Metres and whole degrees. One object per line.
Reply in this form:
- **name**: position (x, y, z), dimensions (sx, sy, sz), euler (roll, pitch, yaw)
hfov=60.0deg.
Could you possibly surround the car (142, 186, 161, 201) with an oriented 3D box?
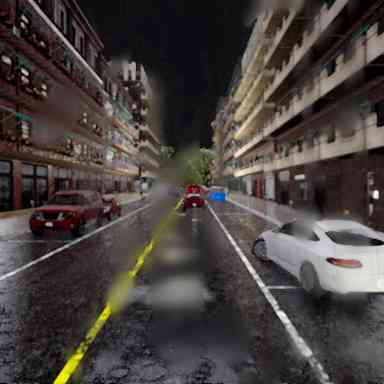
- **car**: position (-5.492, 0.339, 43.283), dimensions (1.752, 1.417, 4.829), euler (1, 2, 0)

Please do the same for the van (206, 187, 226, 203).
- **van**: position (2.869, 0.304, 37.803), dimensions (1.690, 1.788, 3.998), euler (1, 2, 0)

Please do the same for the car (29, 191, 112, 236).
- **car**: position (-5.610, 0.885, 15.602), dimensions (2.192, 1.841, 5.009), euler (1, 2, 0)

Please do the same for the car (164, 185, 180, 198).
- **car**: position (-2.846, 0.106, 50.054), dimensions (1.882, 1.535, 5.008), euler (0, 1, 1)

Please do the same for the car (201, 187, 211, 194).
- **car**: position (2.975, -0.367, 71.224), dimensions (1.802, 1.307, 4.206), euler (1, 2, 0)

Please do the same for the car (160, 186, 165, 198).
- **car**: position (-5.468, 0.223, 49.023), dimensions (1.947, 1.339, 4.313), euler (1, 2, 0)

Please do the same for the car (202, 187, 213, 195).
- **car**: position (2.951, -0.232, 65.654), dimensions (1.947, 1.339, 4.313), euler (1, 2, 0)

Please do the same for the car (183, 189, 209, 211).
- **car**: position (0.204, 0.750, 28.211), dimensions (1.812, 1.442, 4.674), euler (0, 2, 0)

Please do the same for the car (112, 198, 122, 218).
- **car**: position (-5.589, 0.999, 21.179), dimensions (1.802, 1.307, 4.206), euler (1, 2, 0)

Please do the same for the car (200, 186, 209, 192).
- **car**: position (3.024, -0.702, 82.361), dimensions (2.008, 1.369, 4.403), euler (1, 2, 0)

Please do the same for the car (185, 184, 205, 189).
- **car**: position (0.279, -0.037, 45.956), dimensions (2.150, 2.045, 5.566), euler (0, 2, 0)

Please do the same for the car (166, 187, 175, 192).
- **car**: position (-5.324, -0.673, 82.437), dimensions (1.802, 1.307, 4.206), euler (1, 2, 0)

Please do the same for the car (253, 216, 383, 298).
- **car**: position (3.021, 1.305, 7.894), dimensions (1.812, 1.442, 4.674), euler (0, 2, -6)

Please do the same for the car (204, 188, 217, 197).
- **car**: position (2.915, 0.051, 54.516), dimensions (1.887, 1.381, 4.507), euler (1, 2, 0)

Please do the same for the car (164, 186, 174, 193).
- **car**: position (-5.347, -0.552, 76.868), dimensions (2.008, 1.369, 4.403), euler (1, 2, 0)

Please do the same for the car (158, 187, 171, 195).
- **car**: position (-5.395, -0.248, 65.729), dimensions (2.008, 1.369, 4.403), euler (1, 2, 0)
